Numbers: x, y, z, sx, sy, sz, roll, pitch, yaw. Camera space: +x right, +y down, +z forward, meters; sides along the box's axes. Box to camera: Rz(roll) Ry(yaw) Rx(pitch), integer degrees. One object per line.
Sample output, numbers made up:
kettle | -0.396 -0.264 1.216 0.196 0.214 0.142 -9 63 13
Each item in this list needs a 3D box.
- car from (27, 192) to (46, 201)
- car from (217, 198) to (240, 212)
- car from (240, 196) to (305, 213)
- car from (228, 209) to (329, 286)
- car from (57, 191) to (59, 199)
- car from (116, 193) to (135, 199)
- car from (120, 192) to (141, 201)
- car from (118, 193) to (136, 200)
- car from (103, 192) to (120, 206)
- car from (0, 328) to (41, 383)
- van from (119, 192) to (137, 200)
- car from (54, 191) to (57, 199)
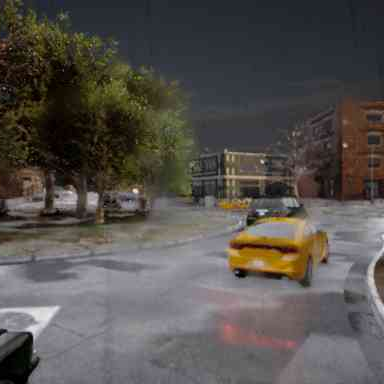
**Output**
car | -33.839 1.176 73.220 4.553 1.767 2.185 0 0 -16
car | 4.937 1.499 39.092 1.882 1.535 5.008 0 -1 -33
car | 5.090 1.234 19.465 2.150 2.045 5.566 0 0 33
car | 2.717 1.472 9.678 1.882 1.535 5.008 0 0 29
car | -36.905 1.198 83.824 4.892 1.521 2.231 0 1 -16
car | -18.557 1.207 93.016 5.008 1.535 2.097 0 1 -16
car | -14.015 1.401 76.964 4.792 1.488 2.163 0 0 -16
car | -17.726 1.119 90.232 4.553 1.767 2.185 0 1 -16
car | -14.326 1.212 56.209 2.150 2.045 5.566 0 0 -26
car | -2.654 1.589 1.299 1.895 1.301 4.718 0 0 6
van | -16.381 1.082 84.962 4.442 1.987 1.878 0 1 -16
car | -36.110 1.101 81.177 4.553 1.767 2.185 0 1 -16
